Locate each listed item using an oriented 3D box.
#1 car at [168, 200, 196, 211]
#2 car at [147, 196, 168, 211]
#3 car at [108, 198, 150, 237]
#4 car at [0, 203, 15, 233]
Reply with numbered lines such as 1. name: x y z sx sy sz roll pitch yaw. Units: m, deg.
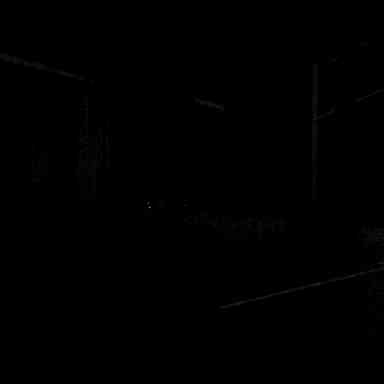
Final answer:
1. car: -1.510 1.595 40.318 1.895 1.301 4.718 1 0 -34
2. car: -5.151 1.295 39.132 2.097 1.767 4.553 1 0 -34
3. car: -4.227 1.350 18.363 1.905 1.878 3.866 1 0 -35
4. car: -11.354 1.407 18.683 2.242 1.667 4.611 1 0 -35
